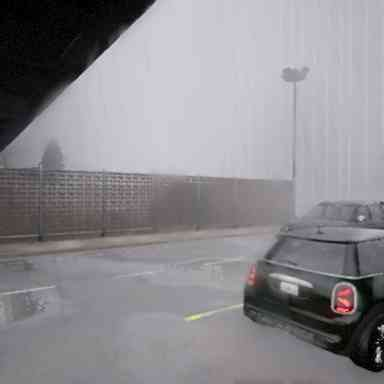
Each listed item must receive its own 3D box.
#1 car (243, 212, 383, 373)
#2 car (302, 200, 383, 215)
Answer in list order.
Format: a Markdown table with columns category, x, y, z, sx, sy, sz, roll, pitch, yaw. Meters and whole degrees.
| category | x | y | z | sx | sy | sz | roll | pitch | yaw |
| --- | --- | --- | --- | --- | --- | --- | --- | --- | --- |
| car | 3.117 | 1.413 | 5.979 | 4.553 | 1.767 | 2.097 | 1 | 0 | -35 |
| car | 5.554 | 1.342 | 12.210 | 5.566 | 2.045 | 2.150 | 1 | -1 | -35 |
